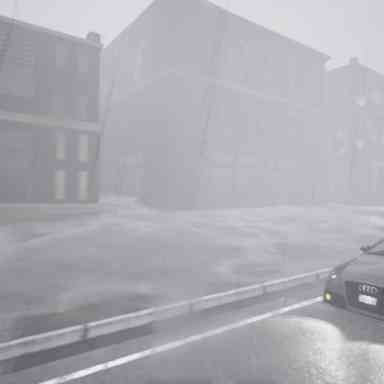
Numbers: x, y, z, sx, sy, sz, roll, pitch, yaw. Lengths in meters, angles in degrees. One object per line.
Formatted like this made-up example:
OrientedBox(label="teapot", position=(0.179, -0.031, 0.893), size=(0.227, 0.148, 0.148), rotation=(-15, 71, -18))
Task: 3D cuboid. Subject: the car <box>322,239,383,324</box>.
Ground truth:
OrientedBox(label="car", position=(4.470, 1.566, 6.537), size=(4.181, 1.385, 1.994), rotation=(0, 0, -35))
